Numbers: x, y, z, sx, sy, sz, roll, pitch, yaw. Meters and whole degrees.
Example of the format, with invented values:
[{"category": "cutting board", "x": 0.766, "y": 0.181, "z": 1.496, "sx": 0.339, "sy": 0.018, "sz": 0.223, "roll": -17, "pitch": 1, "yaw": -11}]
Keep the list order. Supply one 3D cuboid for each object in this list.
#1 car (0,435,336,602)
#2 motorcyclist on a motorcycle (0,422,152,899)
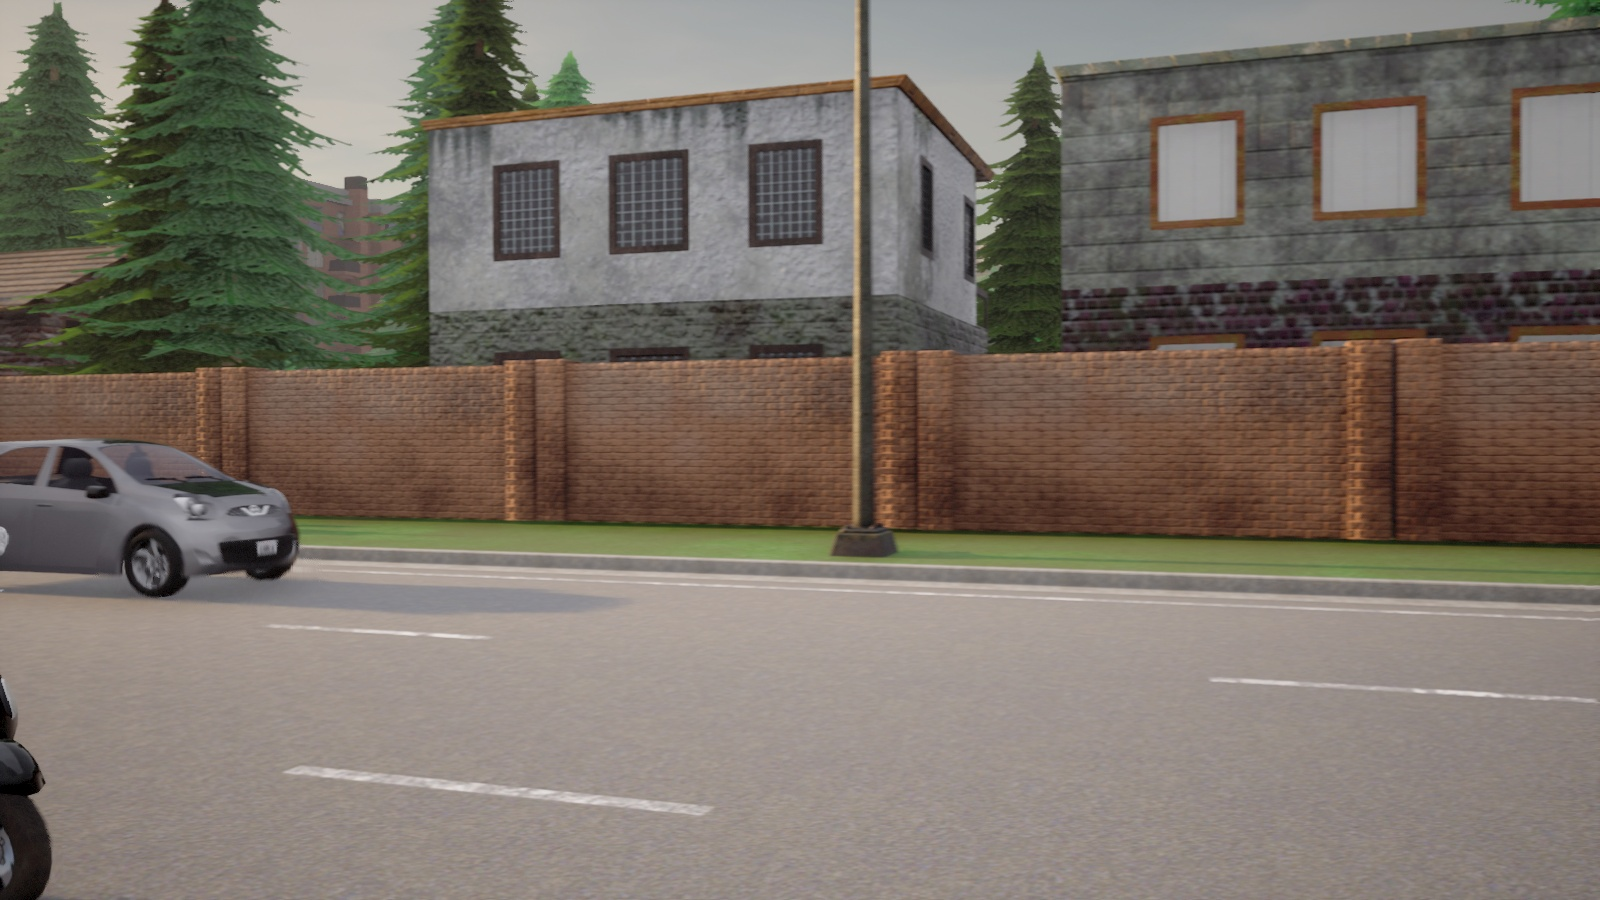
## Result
[{"category": "car", "x": -6.887, "y": 0.608, "z": 12.895, "sx": 3.633, "sy": 1.501, "sz": 1.845, "roll": 1, "pitch": 1, "yaw": 19}, {"category": "motorcyclist on a motorcycle", "x": -3.281, "y": 0.699, "z": 4.296, "sx": 1.817, "sy": 1.590, "sz": 0.866, "roll": 1, "pitch": 1, "yaw": 19}]
